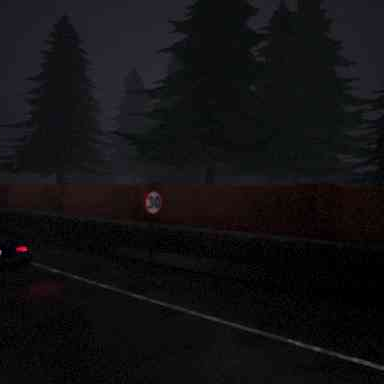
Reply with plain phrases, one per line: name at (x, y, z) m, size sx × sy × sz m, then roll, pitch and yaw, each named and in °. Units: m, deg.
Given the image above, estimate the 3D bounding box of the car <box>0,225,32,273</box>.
car at (-6.387, 1.384, 9.087) m, size 5.357 × 1.411 × 2.033 m, roll 1°, pitch 1°, yaw 39°
